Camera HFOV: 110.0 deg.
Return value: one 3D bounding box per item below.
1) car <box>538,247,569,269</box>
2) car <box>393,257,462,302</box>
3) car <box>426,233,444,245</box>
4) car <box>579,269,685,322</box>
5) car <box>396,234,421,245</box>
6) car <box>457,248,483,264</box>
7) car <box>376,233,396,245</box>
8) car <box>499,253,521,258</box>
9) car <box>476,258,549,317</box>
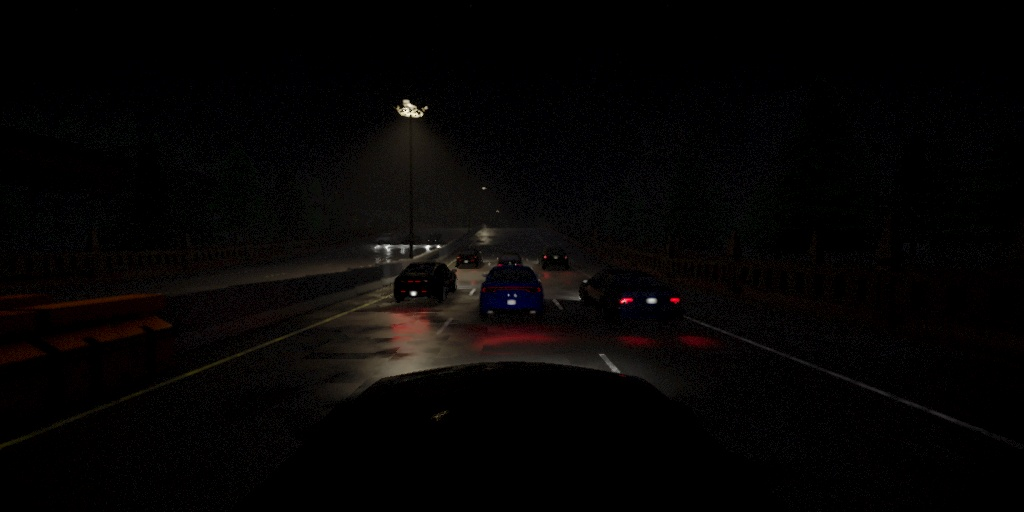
[{"bbox_3d":[3.352,-0.014,29.515,2.097,1.767,4.553,0,5,0],"label":"car"},{"bbox_3d":[-3.517,0.988,15.187,1.837,1.490,4.892,0,2,0],"label":"car"},{"bbox_3d":[-10.991,-2.537,51.521,1.837,1.490,4.892,0,8,0],"label":"car"},{"bbox_3d":[3.490,1.118,11.459,2.033,1.411,5.357,0,1,0],"label":"car"},{"bbox_3d":[-14.488,-2.497,51.515,2.033,1.411,5.357,0,8,0],"label":"car"},{"bbox_3d":[-3.652,0.047,30.760,1.812,1.442,4.674,0,5,0],"label":"car"},{"bbox_3d":[-17.986,-2.518,51.488,1.812,1.442,4.674,0,8,0],"label":"car"},{"bbox_3d":[-0.144,0.469,25.901,2.033,1.411,5.357,0,4,0],"label":"car"},{"bbox_3d":[-0.010,1.035,12.146,1.882,1.535,5.008,0,1,0],"label":"car"}]
